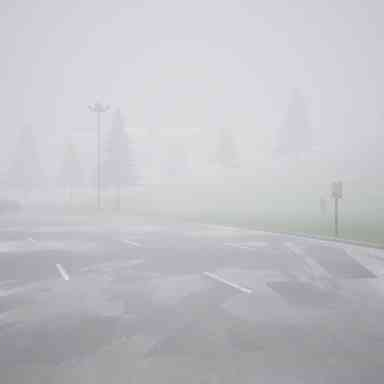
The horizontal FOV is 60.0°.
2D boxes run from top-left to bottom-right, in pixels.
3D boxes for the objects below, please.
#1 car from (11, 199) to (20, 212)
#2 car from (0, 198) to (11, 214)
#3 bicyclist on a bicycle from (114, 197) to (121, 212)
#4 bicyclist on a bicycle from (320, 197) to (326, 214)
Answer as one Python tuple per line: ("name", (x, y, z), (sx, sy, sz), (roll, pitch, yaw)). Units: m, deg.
("car", (-21.700, 1.505, 37.828), (4.892, 1.490, 1.837), (0, 0, 26))
("car", (-20.816, 1.526, 33.536), (4.674, 1.442, 1.812), (0, 0, 28))
("bicyclist on a bicycle", (-7.742, 1.303, 34.746), (0.582, 1.620, 1.656), (0, -1, -33))
("bicyclist on a bicycle", (12.449, 1.314, 31.657), (0.582, 1.620, 1.656), (0, -2, 16))
